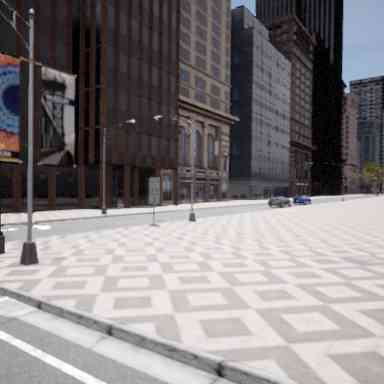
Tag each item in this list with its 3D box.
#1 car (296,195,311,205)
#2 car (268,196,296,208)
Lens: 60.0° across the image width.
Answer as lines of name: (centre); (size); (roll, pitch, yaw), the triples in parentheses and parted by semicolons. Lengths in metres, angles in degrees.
car: (17.808, 1.271, 53.738); (1.882, 1.535, 5.008); (1, 1, 35)
car: (12.032, 1.329, 45.489); (2.128, 1.511, 4.902); (1, 1, 36)
